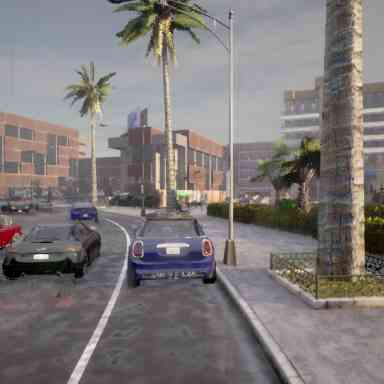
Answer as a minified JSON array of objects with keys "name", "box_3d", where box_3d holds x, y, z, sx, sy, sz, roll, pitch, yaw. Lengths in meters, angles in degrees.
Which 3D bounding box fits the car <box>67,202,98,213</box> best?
[{"name":"car","box_3d":[-8.418,1.472,25.411,1.882,1.535,5.008,0,0,-24]}]

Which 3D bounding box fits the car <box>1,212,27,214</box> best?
[{"name":"car","box_3d":[-7.643,1.595,11.626,1.895,1.301,4.718,0,0,-9]}]

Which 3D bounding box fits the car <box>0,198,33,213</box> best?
[{"name":"car","box_3d":[-18.561,1.586,34.727,1.895,1.301,4.718,0,0,-41]}]

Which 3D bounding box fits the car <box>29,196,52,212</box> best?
[{"name":"car","box_3d":[-18.174,1.477,39.259,2.128,1.511,4.902,0,0,-45]}]

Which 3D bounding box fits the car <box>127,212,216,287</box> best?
[{"name":"car","box_3d":[-0.703,1.352,9.627,2.097,1.767,4.553,0,0,-7]}]

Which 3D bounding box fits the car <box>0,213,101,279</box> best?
[{"name":"car","box_3d":[-3.983,1.561,10.142,1.994,1.385,4.181,0,0,-8]}]
